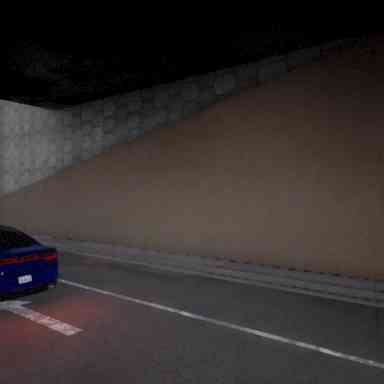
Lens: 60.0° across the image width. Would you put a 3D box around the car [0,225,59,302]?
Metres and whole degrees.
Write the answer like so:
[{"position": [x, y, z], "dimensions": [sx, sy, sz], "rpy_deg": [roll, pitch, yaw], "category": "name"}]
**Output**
[{"position": [-5.121, 1.478, 7.650], "dimensions": [5.008, 1.535, 1.882], "rpy_deg": [0, 0, 36], "category": "car"}]
